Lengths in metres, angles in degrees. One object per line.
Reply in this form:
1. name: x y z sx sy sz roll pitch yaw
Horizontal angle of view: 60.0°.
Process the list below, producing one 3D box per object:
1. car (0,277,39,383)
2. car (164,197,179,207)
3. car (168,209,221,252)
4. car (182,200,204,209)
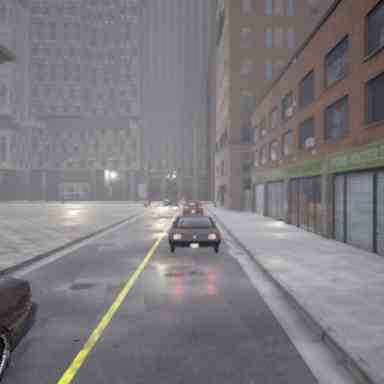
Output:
1. car: -3.101 1.542 2.426 2.033 1.411 5.357 0 0 0
2. car: -3.031 1.466 49.655 1.994 1.385 4.181 0 0 0
3. car: 0.092 1.573 13.733 1.895 1.301 4.718 0 0 0
4. car: 0.084 1.465 30.376 1.812 1.442 4.674 0 0 0
